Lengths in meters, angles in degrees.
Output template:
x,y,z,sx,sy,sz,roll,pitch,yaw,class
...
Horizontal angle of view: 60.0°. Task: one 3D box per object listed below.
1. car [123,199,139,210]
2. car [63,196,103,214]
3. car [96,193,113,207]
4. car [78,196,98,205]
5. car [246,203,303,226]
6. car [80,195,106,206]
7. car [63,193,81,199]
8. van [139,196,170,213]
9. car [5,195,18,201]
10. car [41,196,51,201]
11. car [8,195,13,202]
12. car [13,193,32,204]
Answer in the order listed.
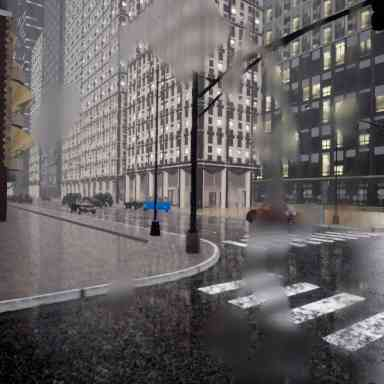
x,y,z,sx,sy,sz,roll,pitch,yaw,class
-7.299,1.584,42.378,2.008,1.369,4.403,1,-1,-35,car
-10.860,1.427,32.921,2.008,1.369,4.403,1,-1,-35,car
-14.447,1.255,53.171,2.150,2.045,5.566,1,-1,-35,car
-18.456,1.525,58.874,1.837,1.490,4.892,1,-1,-35,car
5.785,1.505,23.957,1.967,1.590,4.097,1,-1,-35,car
-14.540,1.535,48.025,1.994,1.385,4.181,1,-1,-37,car
-20.001,1.182,55.628,2.150,2.045,5.566,1,-1,-35,car
-4.025,1.382,37.774,1.690,1.788,3.998,1,-1,-35,van
-40.295,1.377,74.369,2.008,1.369,4.403,1,-1,-35,car
-36.736,1.570,83.825,1.802,1.307,4.206,1,-1,-35,car
-37.026,1.396,69.764,1.947,1.339,4.313,1,-1,-35,car
-30.480,1.155,60.555,2.192,1.841,5.009,1,-1,-35,car
